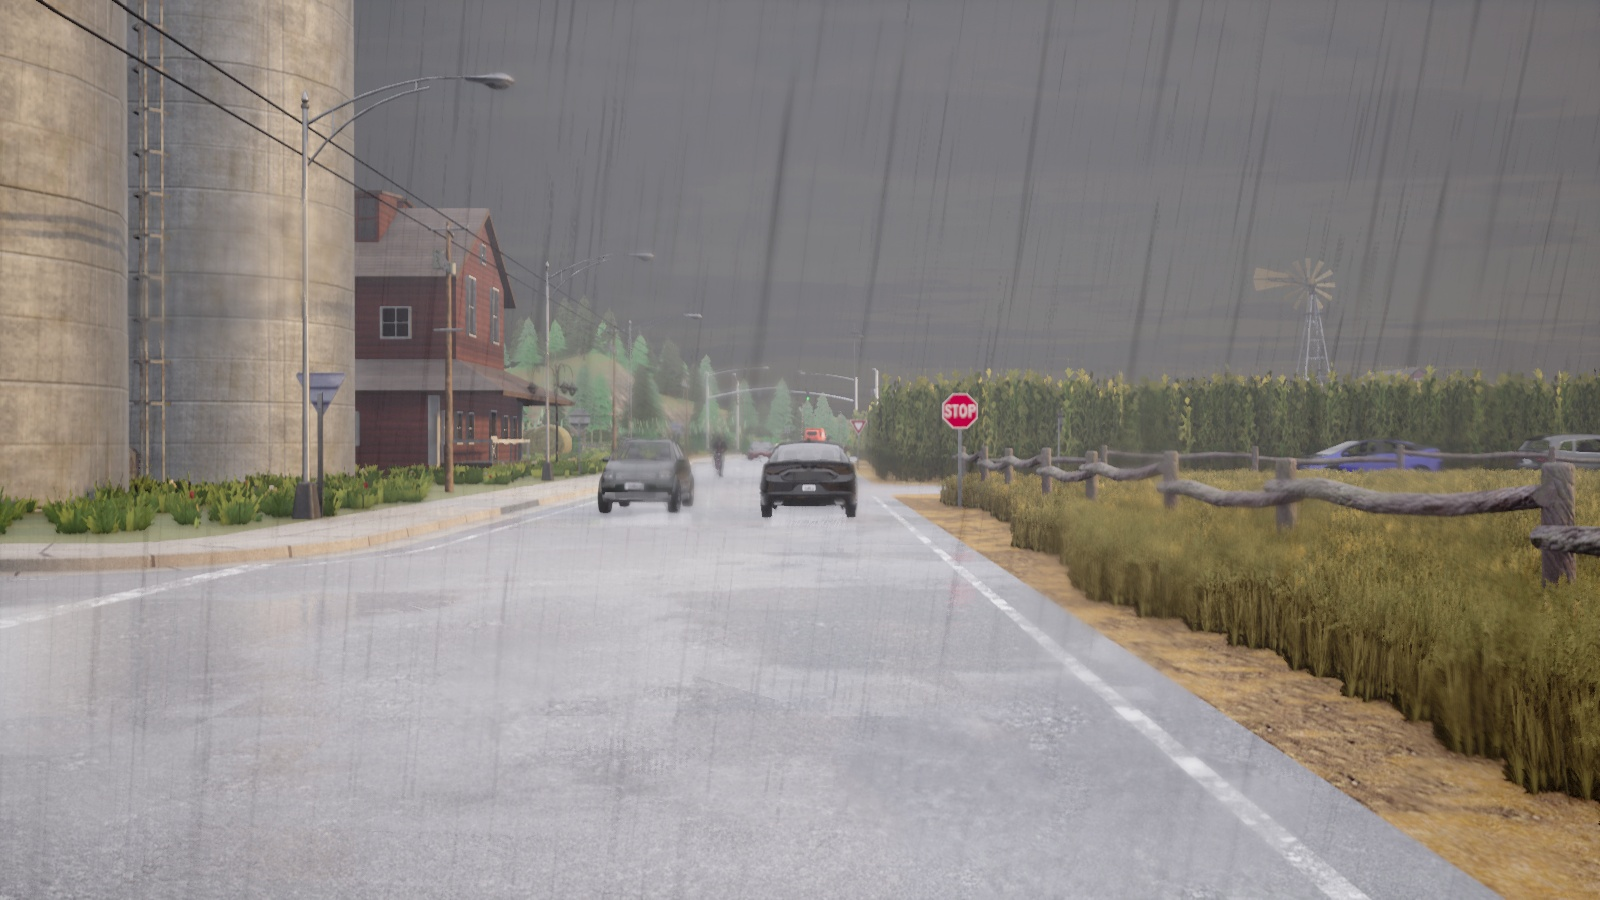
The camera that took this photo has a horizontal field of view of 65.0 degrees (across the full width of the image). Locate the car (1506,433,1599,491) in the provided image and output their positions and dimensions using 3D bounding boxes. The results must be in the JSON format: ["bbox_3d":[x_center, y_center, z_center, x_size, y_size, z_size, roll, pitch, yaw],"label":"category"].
[{"bbox_3d":[23.776,0.340,37.058,4.611,1.667,2.242,0,0,1],"label":"car"}]

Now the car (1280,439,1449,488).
[{"bbox_3d":[18.002,0.426,40.210,4.514,1.525,2.007,0,0,1],"label":"car"}]

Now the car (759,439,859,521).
[{"bbox_3d":[0.187,0.543,26.155,1.882,1.535,5.008,0,1,0],"label":"car"}]

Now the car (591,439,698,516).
[{"bbox_3d":[-3.279,0.534,27.143,1.789,1.549,3.705,0,0,1],"label":"car"}]

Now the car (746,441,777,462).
[{"bbox_3d":[-2.864,0.088,94.599,2.163,1.488,4.792,0,0,0],"label":"car"}]
